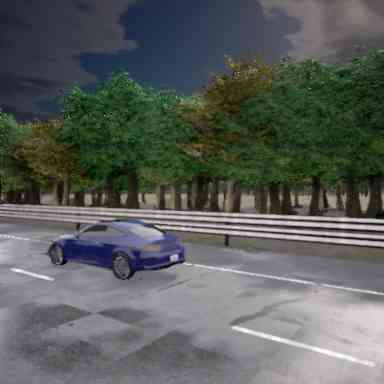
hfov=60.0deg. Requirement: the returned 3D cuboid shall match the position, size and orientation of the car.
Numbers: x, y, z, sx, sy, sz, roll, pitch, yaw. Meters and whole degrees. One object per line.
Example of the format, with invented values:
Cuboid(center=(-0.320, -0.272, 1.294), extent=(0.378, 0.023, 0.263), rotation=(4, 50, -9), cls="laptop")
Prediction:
Cuboid(center=(-2.330, 1.542, 9.940), extent=(4.674, 1.442, 1.812), rotation=(0, 0, 35), cls="car")
